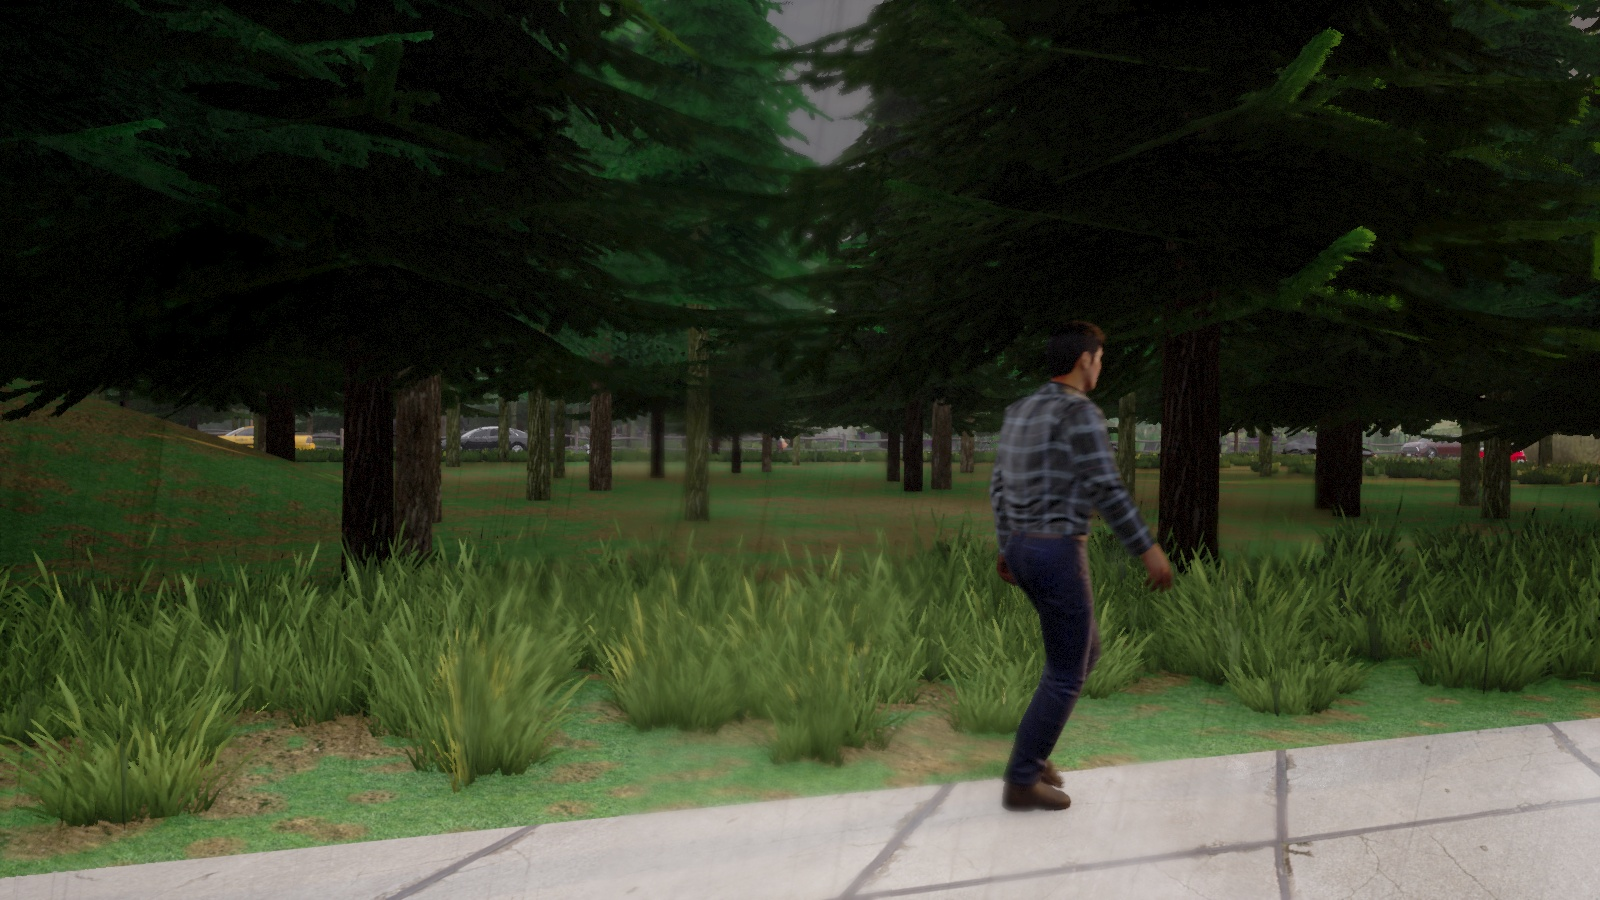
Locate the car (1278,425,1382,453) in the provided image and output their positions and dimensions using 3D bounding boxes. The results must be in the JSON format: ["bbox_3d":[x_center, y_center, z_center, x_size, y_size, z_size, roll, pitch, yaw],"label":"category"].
[{"bbox_3d":[28.952,-0.609,68.692,4.792,1.488,2.163,0,1,45],"label":"car"}]

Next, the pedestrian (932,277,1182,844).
[{"bbox_3d":[0.947,0.374,4.645,0.788,1.949,0.423,-1,1,-21],"label":"pedestrian"}]

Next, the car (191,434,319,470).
[{"bbox_3d":[-25.178,0.062,58.221,5.366,1.575,1.801,-1,1,-21],"label":"car"}]

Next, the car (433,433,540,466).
[{"bbox_3d":[-15.472,-0.039,61.914,4.892,1.490,1.837,-1,1,-21],"label":"car"}]

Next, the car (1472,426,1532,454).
[{"bbox_3d":[35.318,-0.530,63.238,1.481,1.376,2.207,-1,1,-22],"label":"car"}]

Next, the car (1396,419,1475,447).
[{"bbox_3d":[41.778,-1.146,82.583,4.553,1.767,2.097,-1,1,-19],"label":"car"}]
